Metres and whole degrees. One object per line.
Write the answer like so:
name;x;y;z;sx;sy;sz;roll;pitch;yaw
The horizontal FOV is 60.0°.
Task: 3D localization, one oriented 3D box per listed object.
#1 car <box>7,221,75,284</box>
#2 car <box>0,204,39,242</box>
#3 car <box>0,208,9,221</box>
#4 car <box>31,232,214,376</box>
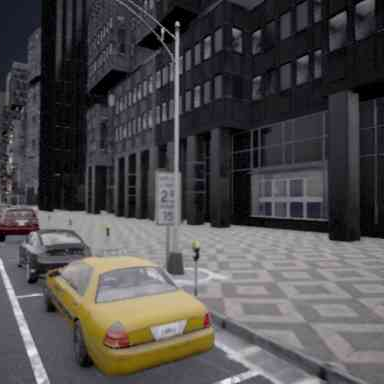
car;-4.427;1.833;10.479;2.008;1.369;4.403;1;-2;-33
car;-10.398;1.835;19.750;2.192;1.841;5.009;1;-2;-33
car;-22.343;2.545;38.273;1.887;1.381;4.507;1;-2;-33
car;-1.533;1.692;5.991;1.752;1.417;4.829;1;-2;-33
